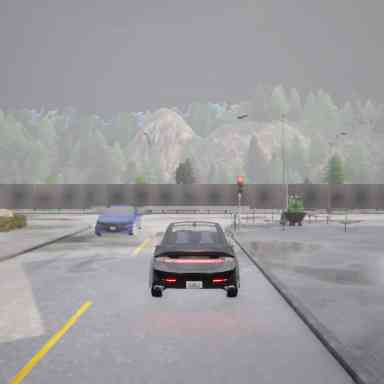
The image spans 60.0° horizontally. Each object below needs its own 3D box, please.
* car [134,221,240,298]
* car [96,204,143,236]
[{"bbox_3d":[0.064,1.491,8.533,2.128,1.511,4.902,0,0,1],"label":"car"},{"bbox_3d":[-3.893,1.478,18.507,1.882,1.535,5.008,1,0,-2],"label":"car"}]
